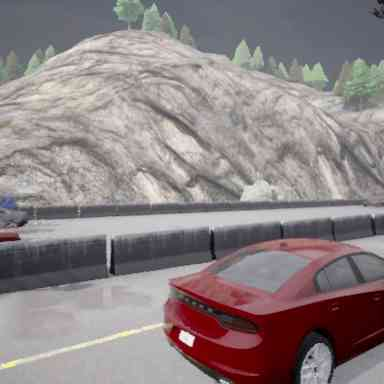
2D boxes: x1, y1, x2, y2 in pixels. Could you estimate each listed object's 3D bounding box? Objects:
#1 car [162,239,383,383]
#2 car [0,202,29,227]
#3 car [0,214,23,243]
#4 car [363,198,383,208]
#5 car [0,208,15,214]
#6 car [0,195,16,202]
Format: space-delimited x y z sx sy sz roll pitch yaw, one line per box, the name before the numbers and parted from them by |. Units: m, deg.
car | 1.951 1.479 5.138 5.008 1.535 1.882 0 0 -35
car | -11.279 1.492 17.443 4.902 1.511 2.128 0 0 -35
car | -8.390 1.601 10.907 4.718 1.301 1.895 0 0 -36
car | 26.911 1.581 48.873 4.181 1.385 1.994 0 0 -35
car | -10.064 1.564 14.010 4.181 1.385 1.994 0 0 -35
car | -13.497 1.222 20.160 5.566 2.045 2.150 0 0 -36
